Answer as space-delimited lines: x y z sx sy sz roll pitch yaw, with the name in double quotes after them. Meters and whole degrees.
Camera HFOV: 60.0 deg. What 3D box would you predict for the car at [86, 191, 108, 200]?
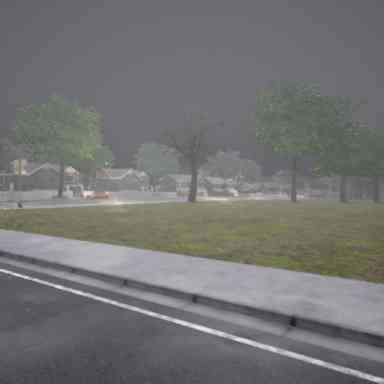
-19.110 0.687 66.945 2.097 1.767 4.553 2 1 36 "car"
